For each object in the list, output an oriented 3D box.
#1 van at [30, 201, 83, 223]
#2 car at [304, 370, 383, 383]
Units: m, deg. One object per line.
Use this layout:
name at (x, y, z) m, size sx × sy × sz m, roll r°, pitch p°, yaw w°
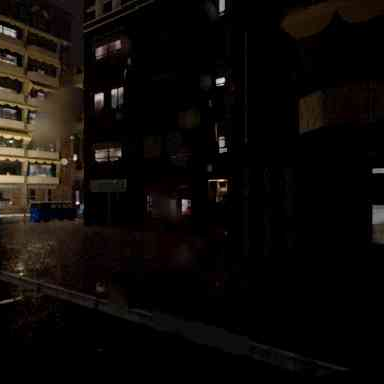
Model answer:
van at (-11.897, 1.706, 28.812) m, size 1.690 × 1.788 × 3.998 m, roll -1°, pitch -2°, yaw 35°
car at (2.403, 1.551, 1.163) m, size 4.403 × 1.369 × 2.008 m, roll 0°, pitch 0°, yaw 35°
